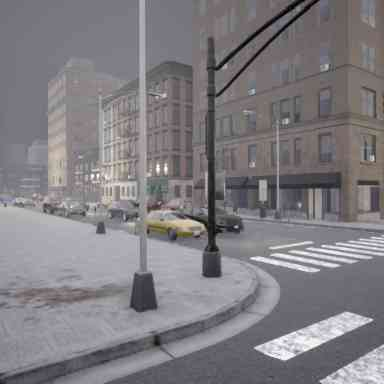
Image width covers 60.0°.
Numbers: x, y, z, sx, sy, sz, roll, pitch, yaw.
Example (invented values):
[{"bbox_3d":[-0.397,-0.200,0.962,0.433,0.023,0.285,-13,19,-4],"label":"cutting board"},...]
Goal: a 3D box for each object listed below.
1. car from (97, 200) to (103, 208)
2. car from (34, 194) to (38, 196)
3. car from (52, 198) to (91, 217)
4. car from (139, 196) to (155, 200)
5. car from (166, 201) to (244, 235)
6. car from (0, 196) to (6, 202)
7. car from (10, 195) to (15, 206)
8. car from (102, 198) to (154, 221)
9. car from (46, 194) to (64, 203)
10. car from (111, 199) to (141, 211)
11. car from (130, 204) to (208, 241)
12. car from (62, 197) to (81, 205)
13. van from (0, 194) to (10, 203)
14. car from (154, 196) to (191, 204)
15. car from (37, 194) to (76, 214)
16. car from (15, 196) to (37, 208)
[{"bbox_3d":[-11.466,1.497,45.033,1.752,1.417,4.829,0,0,-36],"label":"car"},{"bbox_3d":[-34.590,1.533,77.012,1.947,1.339,4.313,0,0,-36],"label":"car"},{"bbox_3d":[-11.235,1.565,31.018,2.008,1.369,4.403,0,0,-36],"label":"car"},{"bbox_3d":[-4.732,1.289,35.719,2.192,1.841,5.009,0,0,-36],"label":"car"},{"bbox_3d":[0.775,1.482,18.743,1.882,1.535,5.008,0,0,-36],"label":"car"},{"bbox_3d":[-44.411,1.558,76.898,2.008,1.369,4.403,0,0,-36],"label":"car"},{"bbox_3d":[-27.723,1.535,53.820,1.752,1.417,4.829,0,0,-36],"label":"car"},{"bbox_3d":[-5.312,1.506,27.159,1.837,1.490,4.892,0,0,-36],"label":"car"},{"bbox_3d":[-27.956,1.283,67.835,2.192,1.841,5.009,0,0,-36],"label":"car"},{"bbox_3d":[-8.049,1.539,40.308,1.947,1.339,4.313,0,0,-36],"label":"car"},{"bbox_3d":[-1.182,1.542,17.115,1.752,1.417,4.829,0,0,-36],"label":"car"},{"bbox_3d":[-21.320,1.520,58.660,2.008,1.369,4.403,0,0,-36],"label":"car"},{"bbox_3d":[-37.777,1.349,67.721,1.690,1.788,3.998,0,0,-36],"label":"van"},{"bbox_3d":[-1.414,1.415,31.131,1.967,1.590,4.097,0,0,-36],"label":"car"},{"bbox_3d":[-14.553,1.328,35.605,2.192,1.841,5.009,0,0,-36],"label":"car"},{"bbox_3d":[-24.505,1.592,49.370,1.802,1.307,4.206,0,0,-36],"label":"car"}]
